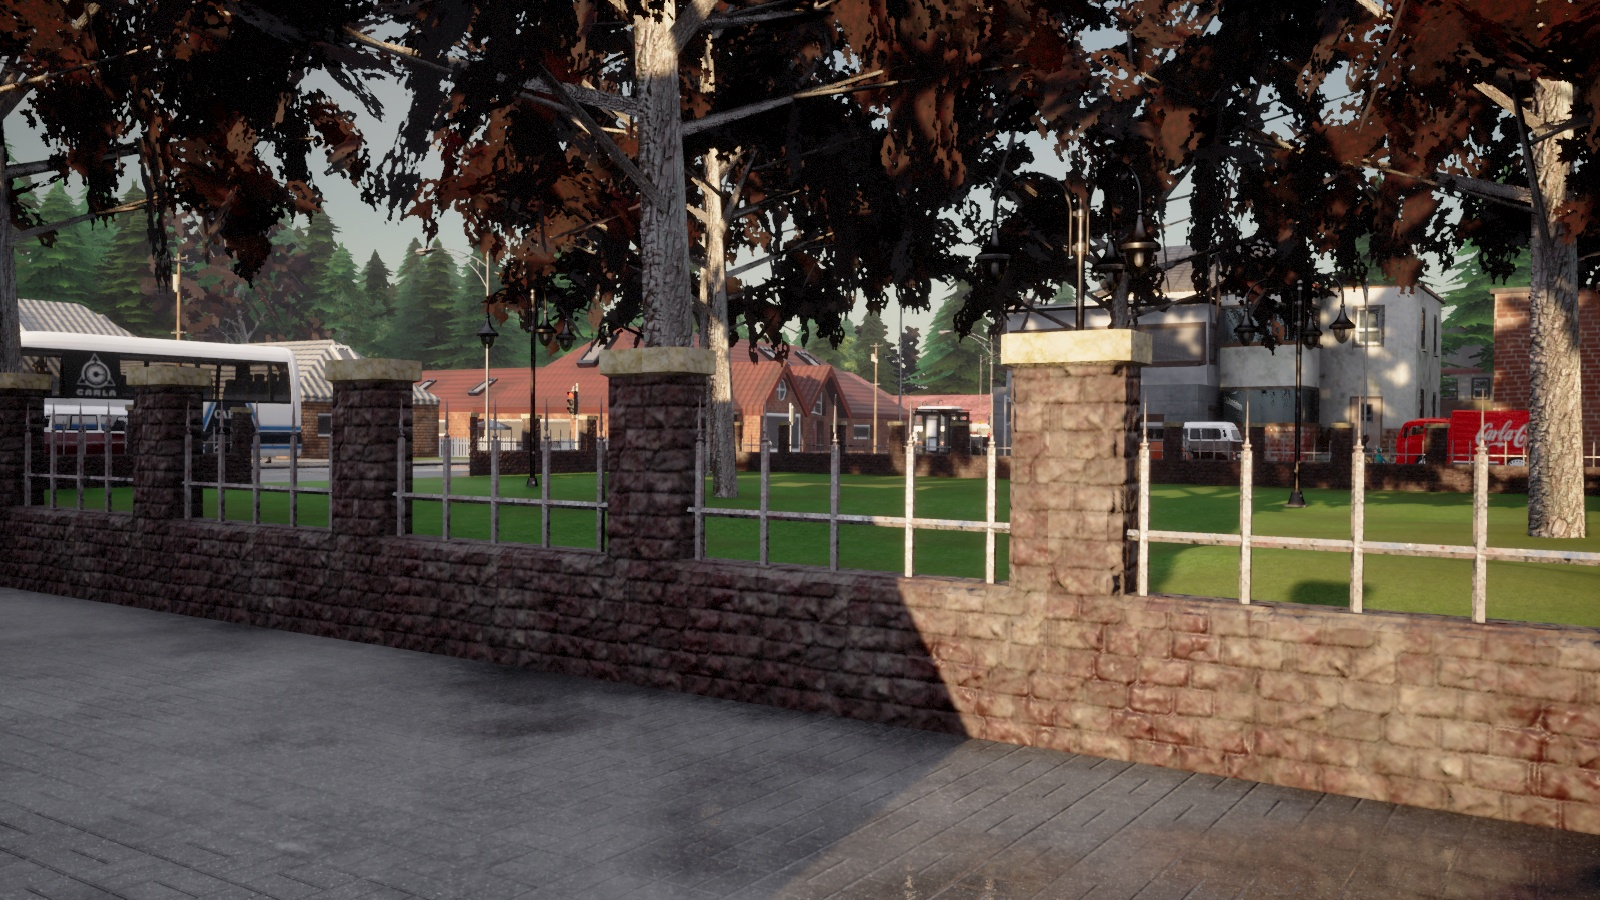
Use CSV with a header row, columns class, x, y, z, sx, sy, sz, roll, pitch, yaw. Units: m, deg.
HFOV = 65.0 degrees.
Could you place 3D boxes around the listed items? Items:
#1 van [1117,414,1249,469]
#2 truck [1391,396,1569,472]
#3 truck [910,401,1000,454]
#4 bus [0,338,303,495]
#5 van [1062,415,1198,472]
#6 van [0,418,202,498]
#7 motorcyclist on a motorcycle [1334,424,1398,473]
class,x,y,z,sx,sy,sz,roll,pitch,yaw
van,14.833,-0.345,48.741,4.480,2.038,2.069,0,1,34
truck,23.319,-0.553,43.111,5.204,2.467,2.627,0,1,32
truck,10.791,-1.529,86.497,2.891,3.462,7.936,0,1,34
bus,-21.067,-0.982,38.613,3.944,4.253,10.273,0,1,33
van,12.015,-0.249,45.764,4.442,1.987,1.775,0,1,32
van,-19.074,0.159,34.308,2.069,2.038,4.480,0,1,33
motorcyclist on a motorcycle,18.643,-0.048,41.342,1.817,1.590,0.866,0,1,32
